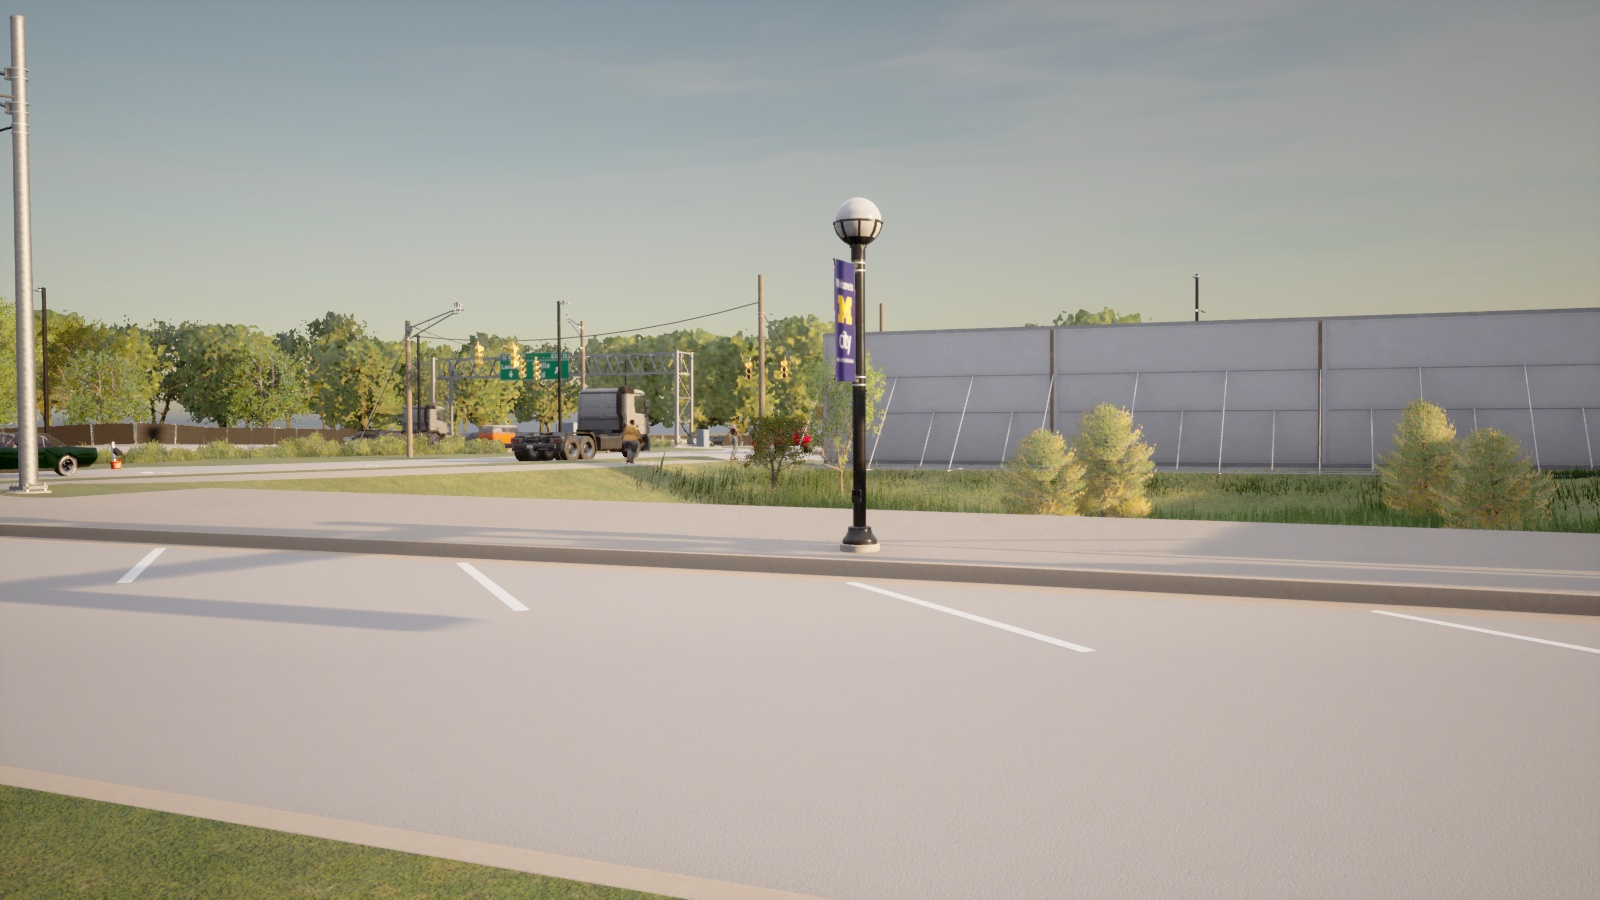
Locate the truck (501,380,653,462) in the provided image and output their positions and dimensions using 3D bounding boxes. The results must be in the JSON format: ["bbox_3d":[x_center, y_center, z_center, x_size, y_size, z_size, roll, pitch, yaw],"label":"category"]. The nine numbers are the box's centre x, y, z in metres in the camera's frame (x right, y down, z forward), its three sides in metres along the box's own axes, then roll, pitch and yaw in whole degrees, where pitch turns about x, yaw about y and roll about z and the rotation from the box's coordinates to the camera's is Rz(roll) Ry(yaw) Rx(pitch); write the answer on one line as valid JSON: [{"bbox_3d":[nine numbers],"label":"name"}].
[{"bbox_3d":[-9.986,-1.305,57.263,2.891,3.462,7.936,1,1,24],"label":"truck"}]

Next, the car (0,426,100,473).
[{"bbox_3d":[-22.837,-0.021,35.986,1.895,1.301,4.718,1,1,22],"label":"car"}]

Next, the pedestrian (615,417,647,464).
[{"bbox_3d":[-6.711,-0.399,49.894,0.874,1.855,0.900,1,2,24],"label":"pedestrian"}]
